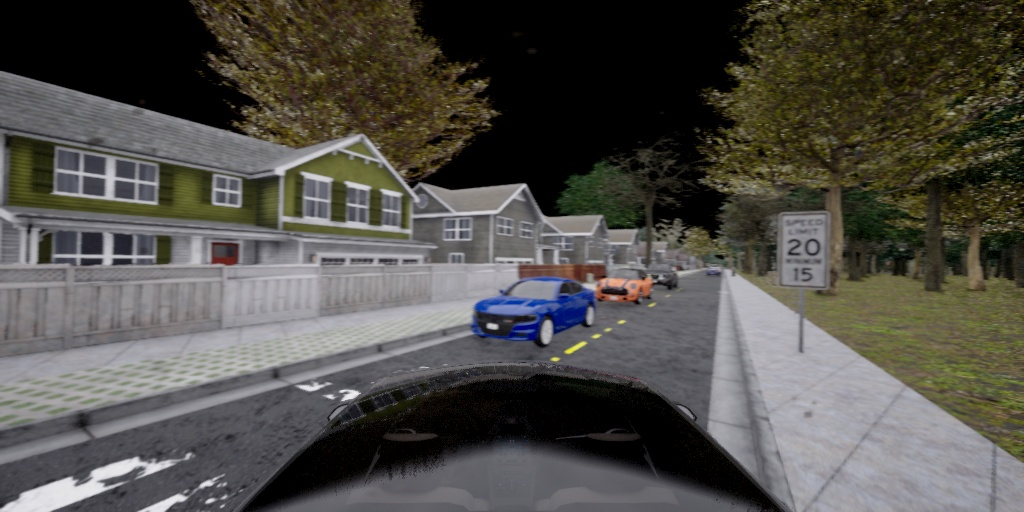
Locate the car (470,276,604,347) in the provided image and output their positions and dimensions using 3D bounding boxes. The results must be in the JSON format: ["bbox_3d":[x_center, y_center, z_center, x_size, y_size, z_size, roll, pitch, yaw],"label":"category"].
[{"bbox_3d":[0.839,1.335,10.055,1.882,1.535,5.008,1,-1,31],"label":"car"}]

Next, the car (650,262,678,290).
[{"bbox_3d":[11.996,1.546,28.970,2.150,2.045,5.566,1,0,31],"label":"car"}]

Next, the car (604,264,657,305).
[{"bbox_3d":[5.893,1.424,18.636,2.097,1.767,4.553,1,-1,30],"label":"car"}]
